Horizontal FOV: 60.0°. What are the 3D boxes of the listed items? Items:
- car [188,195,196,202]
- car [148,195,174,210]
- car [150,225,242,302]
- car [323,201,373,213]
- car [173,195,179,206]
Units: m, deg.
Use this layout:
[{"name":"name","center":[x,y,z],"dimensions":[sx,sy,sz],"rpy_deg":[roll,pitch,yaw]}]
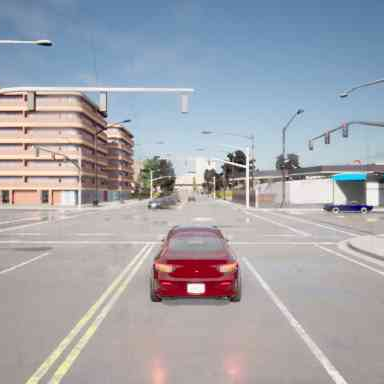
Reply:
[{"name":"car","center":[-0.040,1.540,79.813],"dimensions":[2.033,1.411,5.357],"rpy_deg":[0,0,0]},{"name":"car","center":[-4.186,1.478,42.409],"dimensions":[2.128,1.511,4.902],"rpy_deg":[0,-1,10]},{"name":"car","center":[0.078,1.526,8.149],"dimensions":[1.812,1.442,4.674],"rpy_deg":[0,0,0]},{"name":"car","center":[16.518,1.601,35.454],"dimensions":[4.718,1.301,1.895],"rpy_deg":[0,0,1]},{"name":"car","center":[-3.615,1.505,55.934],"dimensions":[1.837,1.490,4.892],"rpy_deg":[0,0,0]}]
